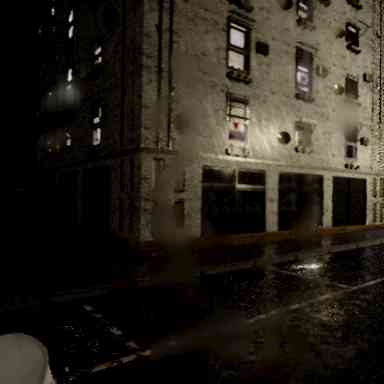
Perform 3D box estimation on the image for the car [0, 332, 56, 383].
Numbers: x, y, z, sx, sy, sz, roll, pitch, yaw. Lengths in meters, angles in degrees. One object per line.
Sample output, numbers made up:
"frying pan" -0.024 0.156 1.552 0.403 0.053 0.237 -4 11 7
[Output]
"car" -2.942 1.521 1.274 4.674 1.442 1.812 0 0 -36
